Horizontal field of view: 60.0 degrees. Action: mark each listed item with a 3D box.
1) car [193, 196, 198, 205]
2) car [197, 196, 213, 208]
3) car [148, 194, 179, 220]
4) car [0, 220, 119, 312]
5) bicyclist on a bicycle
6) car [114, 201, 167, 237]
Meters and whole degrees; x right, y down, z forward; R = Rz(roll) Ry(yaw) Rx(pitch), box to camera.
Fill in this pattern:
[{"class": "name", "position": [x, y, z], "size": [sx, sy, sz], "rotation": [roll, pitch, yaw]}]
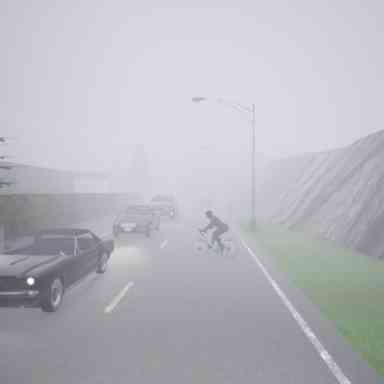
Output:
[{"class": "car", "position": [1.342, 1.469, 59.218], "size": [1.882, 1.535, 5.008], "rotation": [0, 0, -8]}, {"class": "car", "position": [2.141, 1.541, 48.364], "size": [2.033, 1.411, 5.357], "rotation": [0, 0, 1]}, {"class": "car", "position": [-2.386, 1.217, 28.391], "size": [2.150, 2.045, 5.566], "rotation": [0, 0, 3]}, {"class": "car", "position": [-3.370, 1.599, 7.834], "size": [1.895, 1.301, 4.718], "rotation": [0, 0, 3]}, {"class": "bicyclist on a bicycle", "position": [0.734, 1.451, 11.182], "size": [1.656, 1.620, 0.582], "rotation": [-1, 0, 3]}, {"class": "car", "position": [-2.886, 1.489, 18.055], "size": [2.128, 1.511, 4.902], "rotation": [0, 0, 3]}]
